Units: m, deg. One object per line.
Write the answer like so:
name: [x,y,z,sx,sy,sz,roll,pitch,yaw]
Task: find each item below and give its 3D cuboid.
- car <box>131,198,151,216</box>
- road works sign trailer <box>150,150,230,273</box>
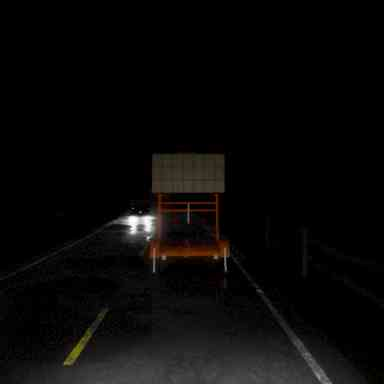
car: [-5.027,1.601,33.175,1.895,1.301,4.718,0,0,-6]
road works sign trailer: [-0.118,0.464,10.685,2.380,3.560,2.880,0,0,-3]
